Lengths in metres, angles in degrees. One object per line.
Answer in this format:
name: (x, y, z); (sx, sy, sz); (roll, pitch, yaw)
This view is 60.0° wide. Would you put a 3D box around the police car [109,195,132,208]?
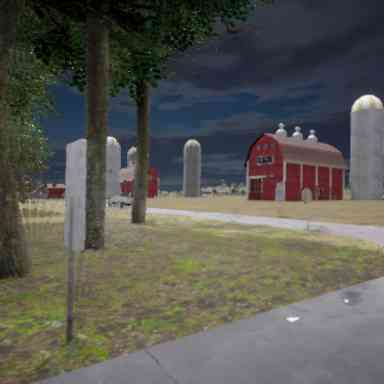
police car: (-9.352, 1.265, 44.101); (1.930, 1.638, 5.238); (2, -1, -35)
